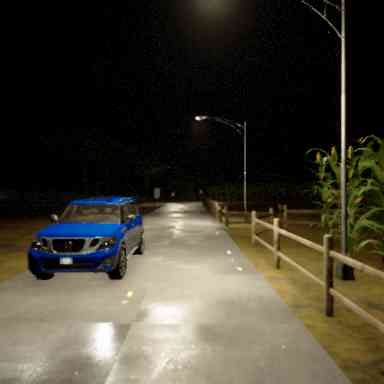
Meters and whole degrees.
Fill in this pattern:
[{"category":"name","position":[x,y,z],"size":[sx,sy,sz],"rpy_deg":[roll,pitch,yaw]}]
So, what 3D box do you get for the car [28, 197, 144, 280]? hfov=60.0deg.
[{"category":"car","position":[-2.837,1.207,10.292],"size":[2.150,2.045,5.566],"rpy_deg":[0,0,0]}]
